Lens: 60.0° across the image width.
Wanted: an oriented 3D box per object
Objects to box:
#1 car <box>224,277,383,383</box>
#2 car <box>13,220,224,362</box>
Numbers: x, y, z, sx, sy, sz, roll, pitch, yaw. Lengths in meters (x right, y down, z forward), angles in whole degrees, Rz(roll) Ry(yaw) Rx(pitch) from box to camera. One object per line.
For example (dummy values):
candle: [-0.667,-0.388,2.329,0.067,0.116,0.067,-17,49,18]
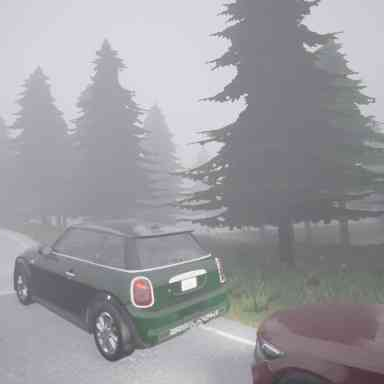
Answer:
car: [2.760,1.532,2.589,4.674,1.442,1.812,1,0,36]
car: [-1.573,1.309,6.205,4.553,1.767,2.097,1,1,44]
